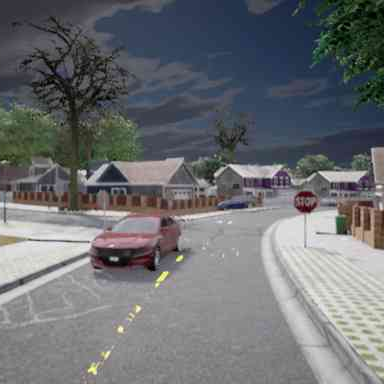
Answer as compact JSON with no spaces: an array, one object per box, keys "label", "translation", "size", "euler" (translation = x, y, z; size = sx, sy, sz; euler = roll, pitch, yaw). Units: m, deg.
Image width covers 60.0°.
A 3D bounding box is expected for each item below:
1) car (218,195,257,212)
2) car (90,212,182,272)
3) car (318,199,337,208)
[{"label":"car","translation":[5.233,1.243,38.809],"size":[4.553,1.767,2.097],"euler":[-7,-3,14]},{"label":"car","translation":[-1.619,1.487,11.173],"size":[1.882,1.535,5.008],"euler":[0,0,10]},{"label":"car","translation":[22.483,1.883,55.402],"size":[4.674,1.442,1.812],"euler":[-1,1,-41]}]
